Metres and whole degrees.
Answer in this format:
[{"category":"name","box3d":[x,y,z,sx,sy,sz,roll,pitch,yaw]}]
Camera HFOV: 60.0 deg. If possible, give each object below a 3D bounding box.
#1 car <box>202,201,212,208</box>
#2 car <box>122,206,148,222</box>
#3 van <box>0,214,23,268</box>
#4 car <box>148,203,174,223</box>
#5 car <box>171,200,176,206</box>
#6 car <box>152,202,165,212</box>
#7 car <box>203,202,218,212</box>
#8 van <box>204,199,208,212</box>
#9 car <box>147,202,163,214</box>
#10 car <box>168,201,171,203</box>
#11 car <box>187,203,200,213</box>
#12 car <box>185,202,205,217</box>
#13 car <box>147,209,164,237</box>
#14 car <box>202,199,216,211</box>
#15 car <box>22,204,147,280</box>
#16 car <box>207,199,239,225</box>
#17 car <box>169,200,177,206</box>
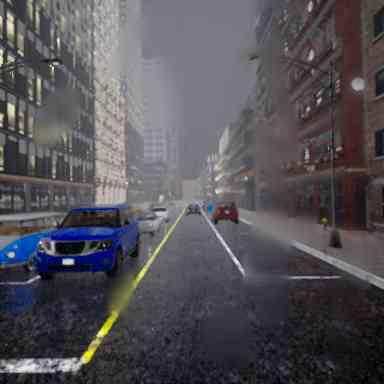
[{"category":"car","box3d":[3.147,2.599,71.016,1.812,1.442,4.674,-1,-1,0]},{"category":"car","box3d":[-5.631,2.158,33.499,1.752,1.417,4.829,-1,-1,0]},{"category":"van","box3d":[-5.686,1.623,11.471,1.690,1.788,3.998,-1,-1,0]},{"category":"car","box3d":[-3.032,2.069,31.110,1.812,1.442,4.674,-1,-1,1]},{"category":"car","box3d":[-5.499,3.125,89.170,1.802,1.307,4.206,-1,-1,0]},{"category":"car","box3d":[-5.579,2.517,55.699,1.752,1.417,4.829,-1,-1,0]},{"category":"car","box3d":[2.788,2.290,50.303,2.008,1.369,4.403,-1,-1,0]},{"category":"van","box3d":[2.770,1.991,44.756,1.690,1.788,3.998,-1,-1,0]},{"category":"car","box3d":[-5.594,2.344,50.321,1.967,1.590,4.097,-1,-1,0]},{"category":"car","box3d":[-5.565,2.636,61.420,2.008,1.369,4.403,-1,-1,0]},{"category":"car","box3d":[0.180,2.399,50.765,1.895,1.301,4.718,-1,-1,0]},{"category":"car","box3d":[0.174,2.172,40.072,2.033,1.411,5.357,-1,-1,0]},{"category":"car","box3d":[-3.066,1.981,20.842,1.895,1.301,4.718,-1,-1,0]},{"category":"car","box3d":[2.795,2.145,55.857,2.192,1.841,5.009,-1,-1,0]},{"category":"car","box3d":[-3.107,1.447,11.140,2.150,2.045,5.566,-1,-1,0]},{"category":"car","box3d":[2.731,1.697,28.107,2.192,1.841,5.009,-1,-1,0]},{"category":"car","box3d":[-5.490,3.075,94.722,1.967,1.590,4.097,-1,-1,0]}]
